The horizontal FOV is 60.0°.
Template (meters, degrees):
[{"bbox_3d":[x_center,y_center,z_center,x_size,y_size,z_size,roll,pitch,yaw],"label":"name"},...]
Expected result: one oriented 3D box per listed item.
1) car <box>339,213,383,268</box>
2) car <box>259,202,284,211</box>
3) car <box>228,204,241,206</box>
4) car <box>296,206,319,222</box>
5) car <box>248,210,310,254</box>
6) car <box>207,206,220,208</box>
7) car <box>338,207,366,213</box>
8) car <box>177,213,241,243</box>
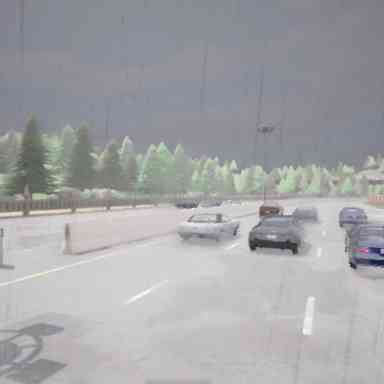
[{"bbox_3d":[6.297,1.680,11.360,2.033,1.411,5.357,0,0,23],"label":"car"},{"bbox_3d":[8.060,1.761,33.339,1.882,1.535,5.008,0,0,23],"label":"car"},{"bbox_3d":[5.842,1.941,46.430,1.895,1.301,4.718,0,0,23],"label":"car"},{"bbox_3d":[10.085,1.880,29.192,1.895,1.301,4.718,0,0,23],"label":"car"},{"bbox_3d":[3.808,1.689,14.437,1.994,1.385,4.181,0,0,23],"label":"car"},{"bbox_3d":[3.019,1.817,48.716,2.128,1.511,4.902,0,0,23],"label":"car"},{"bbox_3d":[12.023,1.821,24.859,2.033,1.411,5.357,0,0,24],"label":"car"},{"bbox_3d":[1.052,1.713,16.902,1.895,1.301,4.718,0,0,23],"label":"car"}]
